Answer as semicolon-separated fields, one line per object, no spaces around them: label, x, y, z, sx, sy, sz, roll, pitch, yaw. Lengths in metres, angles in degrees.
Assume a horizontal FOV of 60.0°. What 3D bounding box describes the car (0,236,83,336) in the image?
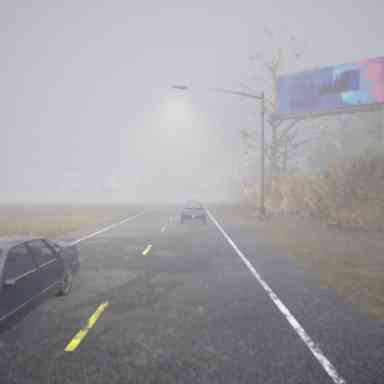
car;-3.591;1.547;5.869;2.033;1.411;5.357;0;0;0

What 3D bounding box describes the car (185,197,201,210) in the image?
car;0.119;1.476;43.196;1.882;1.535;5.008;0;0;0

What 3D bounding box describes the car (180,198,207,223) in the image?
car;0.110;1.492;25.338;2.128;1.511;4.902;0;0;0
